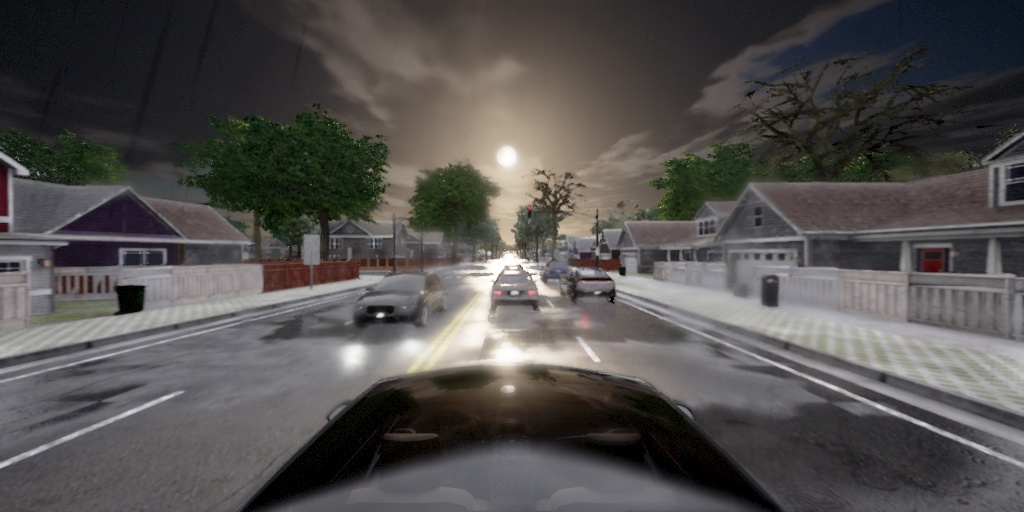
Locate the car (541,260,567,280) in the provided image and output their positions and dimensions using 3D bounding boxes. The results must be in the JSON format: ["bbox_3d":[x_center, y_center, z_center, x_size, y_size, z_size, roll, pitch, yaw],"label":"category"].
[{"bbox_3d":[3.338,1.115,27.479,2.097,1.767,4.553,0,0,0],"label":"car"}]

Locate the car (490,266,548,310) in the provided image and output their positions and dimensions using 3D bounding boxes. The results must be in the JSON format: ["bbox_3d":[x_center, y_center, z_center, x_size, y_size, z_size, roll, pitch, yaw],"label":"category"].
[{"bbox_3d":[0.101,1.304,14.598,2.033,1.411,5.357,0,0,0],"label":"car"}]

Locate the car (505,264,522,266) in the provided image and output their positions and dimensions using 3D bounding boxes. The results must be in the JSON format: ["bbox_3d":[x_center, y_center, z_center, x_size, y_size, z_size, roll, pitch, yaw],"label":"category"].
[{"bbox_3d":[0.091,1.309,25.606,2.033,1.411,5.357,0,0,1],"label":"car"}]

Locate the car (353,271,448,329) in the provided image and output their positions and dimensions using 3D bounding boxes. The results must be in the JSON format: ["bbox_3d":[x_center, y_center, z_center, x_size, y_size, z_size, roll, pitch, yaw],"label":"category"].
[{"bbox_3d":[-3.281,1.263,11.420,1.837,1.490,4.892,0,-1,1],"label":"car"}]

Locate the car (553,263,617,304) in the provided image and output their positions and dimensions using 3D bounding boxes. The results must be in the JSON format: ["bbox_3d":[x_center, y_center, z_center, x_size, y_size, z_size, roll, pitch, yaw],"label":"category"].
[{"bbox_3d":[3.351,1.250,16.484,2.128,1.511,4.902,0,0,0],"label":"car"}]
